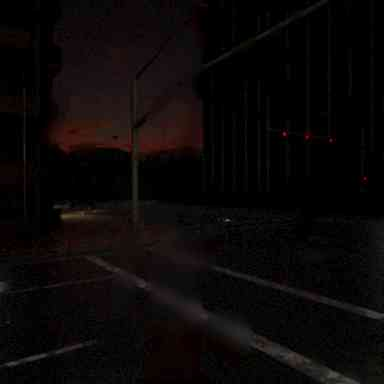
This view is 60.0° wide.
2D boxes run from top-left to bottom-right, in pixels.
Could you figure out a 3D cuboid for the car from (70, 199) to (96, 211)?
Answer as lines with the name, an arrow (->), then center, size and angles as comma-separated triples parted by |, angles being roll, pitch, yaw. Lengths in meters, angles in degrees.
car -> -13.289, 1.506, 40.342 | 2.033, 1.411, 5.357 | 0, 0, -34
